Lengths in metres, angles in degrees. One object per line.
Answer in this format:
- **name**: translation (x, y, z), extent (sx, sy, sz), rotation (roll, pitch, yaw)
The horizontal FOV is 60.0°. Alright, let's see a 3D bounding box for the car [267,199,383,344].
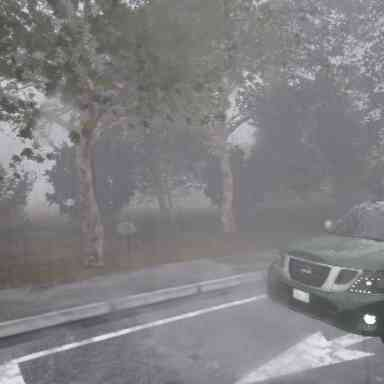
- **car**: translation (4.040, 1.166, 6.253), extent (5.566, 2.045, 2.150), rotation (0, 1, -29)
